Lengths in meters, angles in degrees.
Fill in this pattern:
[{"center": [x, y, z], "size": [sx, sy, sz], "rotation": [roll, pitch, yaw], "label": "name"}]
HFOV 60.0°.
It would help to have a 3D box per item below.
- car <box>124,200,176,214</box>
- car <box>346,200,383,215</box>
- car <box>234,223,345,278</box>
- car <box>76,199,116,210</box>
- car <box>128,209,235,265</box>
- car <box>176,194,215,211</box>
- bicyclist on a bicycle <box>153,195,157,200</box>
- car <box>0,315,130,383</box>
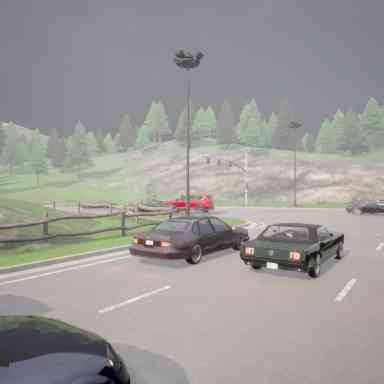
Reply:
[{"center": [-4.493, 1.492, 32.830], "size": [4.902, 1.511, 2.128], "rotation": [0, 0, 17], "label": "car"}, {"center": [17.449, 1.491, 31.881], "size": [4.902, 1.511, 2.128], "rotation": [0, 0, 25], "label": "car"}, {"center": [3.344, 1.601, 10.326], "size": [1.895, 1.301, 4.718], "rotation": [0, 0, 35], "label": "car"}, {"center": [-12.207, 1.600, 42.043], "size": [4.718, 1.301, 1.895], "rotation": [0, 0, 11], "label": "car"}, {"center": [0.176, 1.547, 11.906], "size": [2.033, 1.411, 5.357], "rotation": [0, 0, 35], "label": "car"}, {"center": [-0.316, 1.223, 35.236], "size": [5.566, 2.045, 2.150], "rotation": [0, 0, 19], "label": "car"}, {"center": [-5.785, 1.302, 51.925], "size": [0.582, 1.620, 1.656], "rotation": [0, 0, 14], "label": "bicyclist on a bicycle"}, {"center": [-2.365, 1.564, 2.044], "size": [1.994, 1.385, 4.181], "rotation": [0, 0, 35], "label": "car"}]
